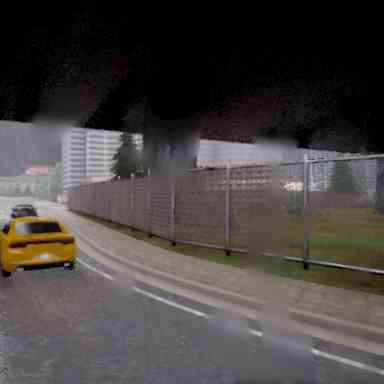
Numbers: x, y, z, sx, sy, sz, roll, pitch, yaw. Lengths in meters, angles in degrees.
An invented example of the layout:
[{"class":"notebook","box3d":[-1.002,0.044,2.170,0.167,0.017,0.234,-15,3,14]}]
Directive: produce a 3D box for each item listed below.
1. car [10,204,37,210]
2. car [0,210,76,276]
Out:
[{"class":"car","box3d":[-13.700,1.723,27.125,1.812,1.442,4.674,1,-1,-27]},{"class":"car","box3d":[-5.187,1.562,10.846,1.882,1.535,5.008,0,0,-32]}]
